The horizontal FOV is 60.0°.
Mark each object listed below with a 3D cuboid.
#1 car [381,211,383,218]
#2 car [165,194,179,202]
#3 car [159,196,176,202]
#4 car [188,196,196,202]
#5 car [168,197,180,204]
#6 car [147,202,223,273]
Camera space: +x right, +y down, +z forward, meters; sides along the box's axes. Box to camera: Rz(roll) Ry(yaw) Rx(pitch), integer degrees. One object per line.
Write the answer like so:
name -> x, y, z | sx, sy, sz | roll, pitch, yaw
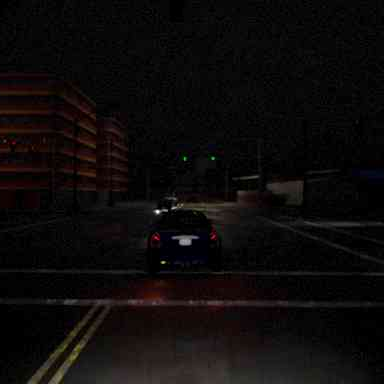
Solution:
car -> 16.466, 1.628, 24.072 | 4.718, 1.301, 1.895 | 0, 0, 0
car -> -3.554, 1.283, 54.706 | 2.150, 2.045, 5.566 | 0, 0, 0
car -> -3.597, 1.598, 44.416 | 2.033, 1.411, 5.357 | 0, 0, 0
car -> -0.003, 1.582, 72.191 | 1.837, 1.490, 4.892 | 0, 0, 0
car -> -3.503, 1.621, 65.179 | 2.033, 1.411, 5.357 | 0, 0, 0
car -> -0.362, 1.364, 10.976 | 2.097, 1.767, 4.553 | 0, 0, -5
